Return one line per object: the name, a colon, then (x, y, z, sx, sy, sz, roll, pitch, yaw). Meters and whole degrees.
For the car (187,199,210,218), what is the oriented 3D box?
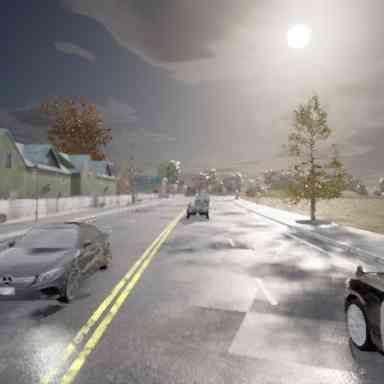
car: (0.546, 1.550, 29.613, 1.895, 1.301, 4.718, 0, 0, 2)

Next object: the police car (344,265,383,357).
police car: (3.252, 1.423, 3.241, 1.930, 1.638, 5.238, 0, 0, 0)

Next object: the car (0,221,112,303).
car: (-3.292, 1.507, 8.278, 1.812, 1.442, 4.674, 0, 0, 1)

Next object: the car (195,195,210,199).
car: (1.467, 1.281, 49.066, 2.097, 1.767, 4.553, 0, 0, 3)

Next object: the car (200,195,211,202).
car: (2.997, 1.458, 73.272, 2.033, 1.411, 5.357, 0, 0, 5)
